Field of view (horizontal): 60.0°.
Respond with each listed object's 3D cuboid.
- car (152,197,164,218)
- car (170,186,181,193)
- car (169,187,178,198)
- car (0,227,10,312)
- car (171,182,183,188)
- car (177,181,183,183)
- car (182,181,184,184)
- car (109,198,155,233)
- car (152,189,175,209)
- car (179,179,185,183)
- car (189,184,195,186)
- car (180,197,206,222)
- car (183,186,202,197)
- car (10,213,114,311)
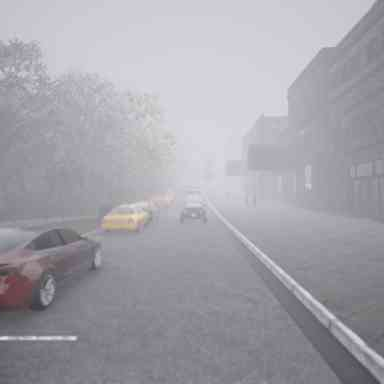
[{"bbox_3d":[-3.650,1.375,25.195,2.002,1.452,4.674,0,1,2],"label":"car"},{"bbox_3d":[-3.632,0.331,55.200,2.231,1.521,4.892,1,4,2],"label":"car"},{"bbox_3d":[-3.629,0.607,49.467,1.946,1.575,5.366,1,3,2],"label":"car"},{"bbox_3d":[-3.653,1.350,2.206,2.185,1.767,4.553,0,1,2],"label":"car"},{"bbox_3d":[-3.652,-0.485,66.308,2.185,1.767,4.553,0,4,2],"label":"car"},{"bbox_3d":[-3.651,-0.851,71.867,2.185,1.767,4.553,0,4,2],"label":"car"},{"bbox_3d":[-3.650,-1.094,77.459,2.231,1.521,4.892,0,4,2],"label":"car"},{"bbox_3d":[-3.644,1.380,19.058,1.946,1.575,5.366,0,1,2],"label":"car"},{"bbox_3d":[-3.626,0.926,38.450,2.185,1.767,4.553,2,2,2],"label":"car"},{"bbox_3d":[-3.642,-1.850,88.768,1.946,1.575,5.366,0,4,2],"label":"car"},{"bbox_3d":[0.003,-1.077,77.152,1.882,1.535,5.008,0,4,0],"label":"car"},{"bbox_3d":[0.101,1.384,24.934,1.812,1.442,4.674,0,1,0],"label":"car"},{"bbox_3d":[0.102,0.647,42.717,2.150,2.045,5.566,0,2,0],"label":"car"},{"bbox_3d":[-3.662,1.504,7.811,2.163,1.488,4.792,-1,1,2],"label":"car"}]
